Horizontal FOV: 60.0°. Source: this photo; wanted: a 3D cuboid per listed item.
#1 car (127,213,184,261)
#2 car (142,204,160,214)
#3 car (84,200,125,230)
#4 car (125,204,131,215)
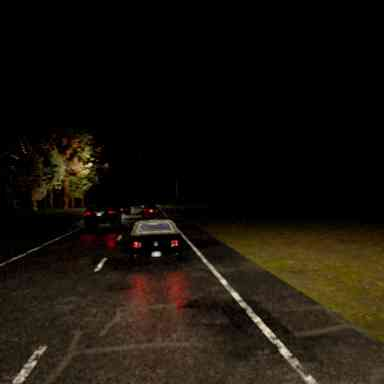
[{"bbox_3d":[-1.459,1.763,13.064,1.895,1.301,4.718,-2,-1,-7],"label":"car"},{"bbox_3d":[-4.646,2.039,37.655,1.994,1.385,4.181,-2,0,-7],"label":"car"},{"bbox_3d":[-6.513,1.638,24.769,2.150,2.045,5.566,-2,0,-7],"label":"car"},{"bbox_3d":[-8.809,2.188,42.569,2.033,1.411,5.357,-2,0,-7],"label":"car"}]
